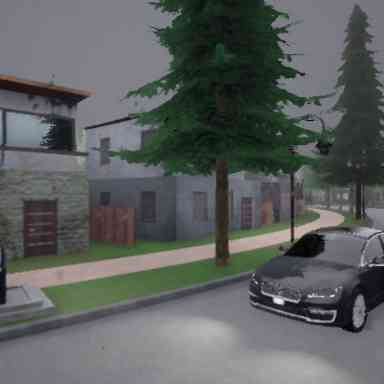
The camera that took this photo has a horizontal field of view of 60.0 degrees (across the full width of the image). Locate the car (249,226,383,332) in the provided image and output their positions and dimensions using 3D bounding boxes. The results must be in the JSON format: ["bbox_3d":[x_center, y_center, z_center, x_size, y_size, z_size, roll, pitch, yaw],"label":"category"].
[{"bbox_3d":[3.188,1.547,7.078,4.892,1.490,1.837,1,-1,-43],"label":"car"}]
